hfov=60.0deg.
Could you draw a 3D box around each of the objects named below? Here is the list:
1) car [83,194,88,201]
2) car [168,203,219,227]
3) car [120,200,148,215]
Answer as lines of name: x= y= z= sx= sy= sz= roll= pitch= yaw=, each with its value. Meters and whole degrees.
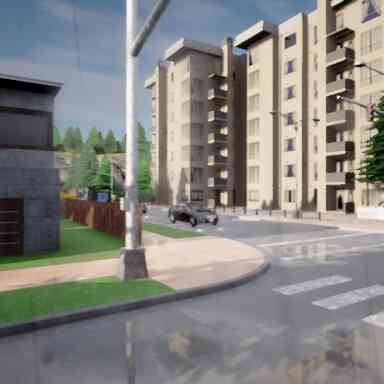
car: x=-14.113 y=1.237 z=47.666 sx=2.150 sy=2.045 sz=5.566 roll=0 pitch=0 yaw=-30
car: x=0.002 y=1.516 z=23.189 sx=2.128 sy=1.511 sz=4.902 roll=0 pitch=0 yaw=-30
car: x=-6.076 y=1.516 z=33.660 sx=2.128 sy=1.511 sz=4.902 roll=0 pitch=0 yaw=-30
